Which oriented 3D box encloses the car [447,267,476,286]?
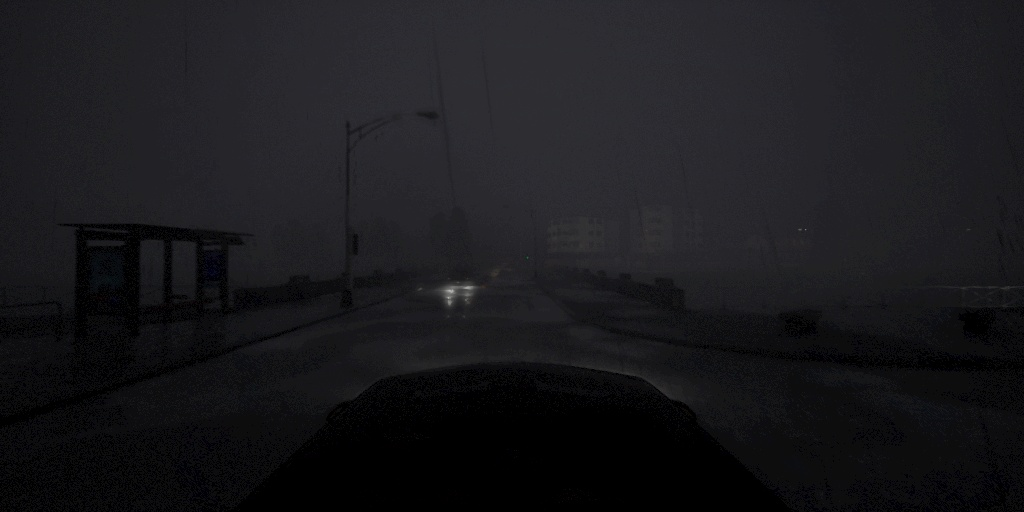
[{"bbox_3d":[-3.989,1.604,29.158,2.033,1.411,5.357,0,0,0],"label":"car"}]
